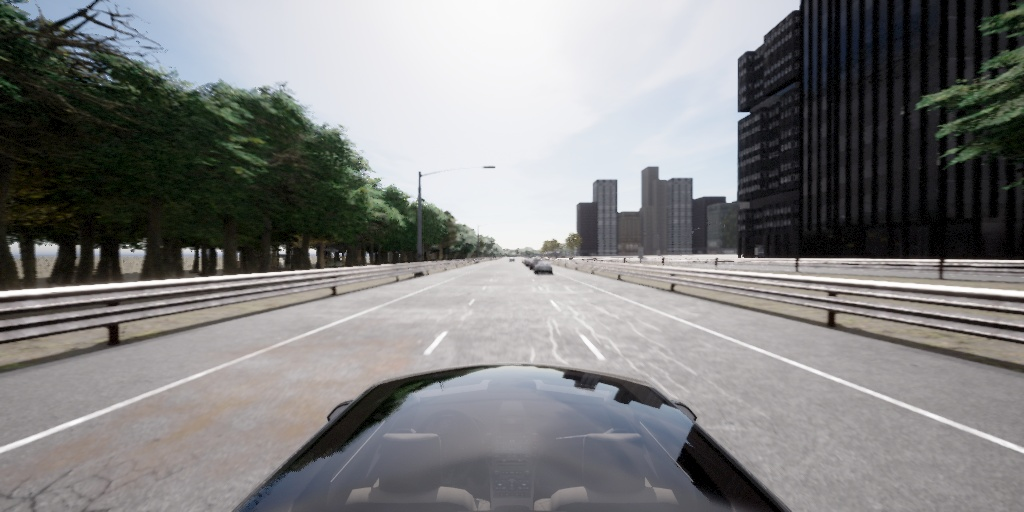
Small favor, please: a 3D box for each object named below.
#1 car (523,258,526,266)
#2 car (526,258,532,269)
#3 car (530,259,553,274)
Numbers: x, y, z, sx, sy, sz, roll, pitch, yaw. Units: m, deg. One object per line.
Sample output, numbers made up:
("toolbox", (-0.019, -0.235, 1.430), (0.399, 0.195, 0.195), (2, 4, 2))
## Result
("car", (3.513, 1.249, 62.834), (2.163, 1.488, 4.792), (0, 0, 0))
("car", (3.511, 1.188, 51.805), (2.033, 1.649, 4.856), (0, 0, 0))
("car", (3.509, 1.324, 40.805), (1.994, 1.385, 4.181), (0, 0, 0))
